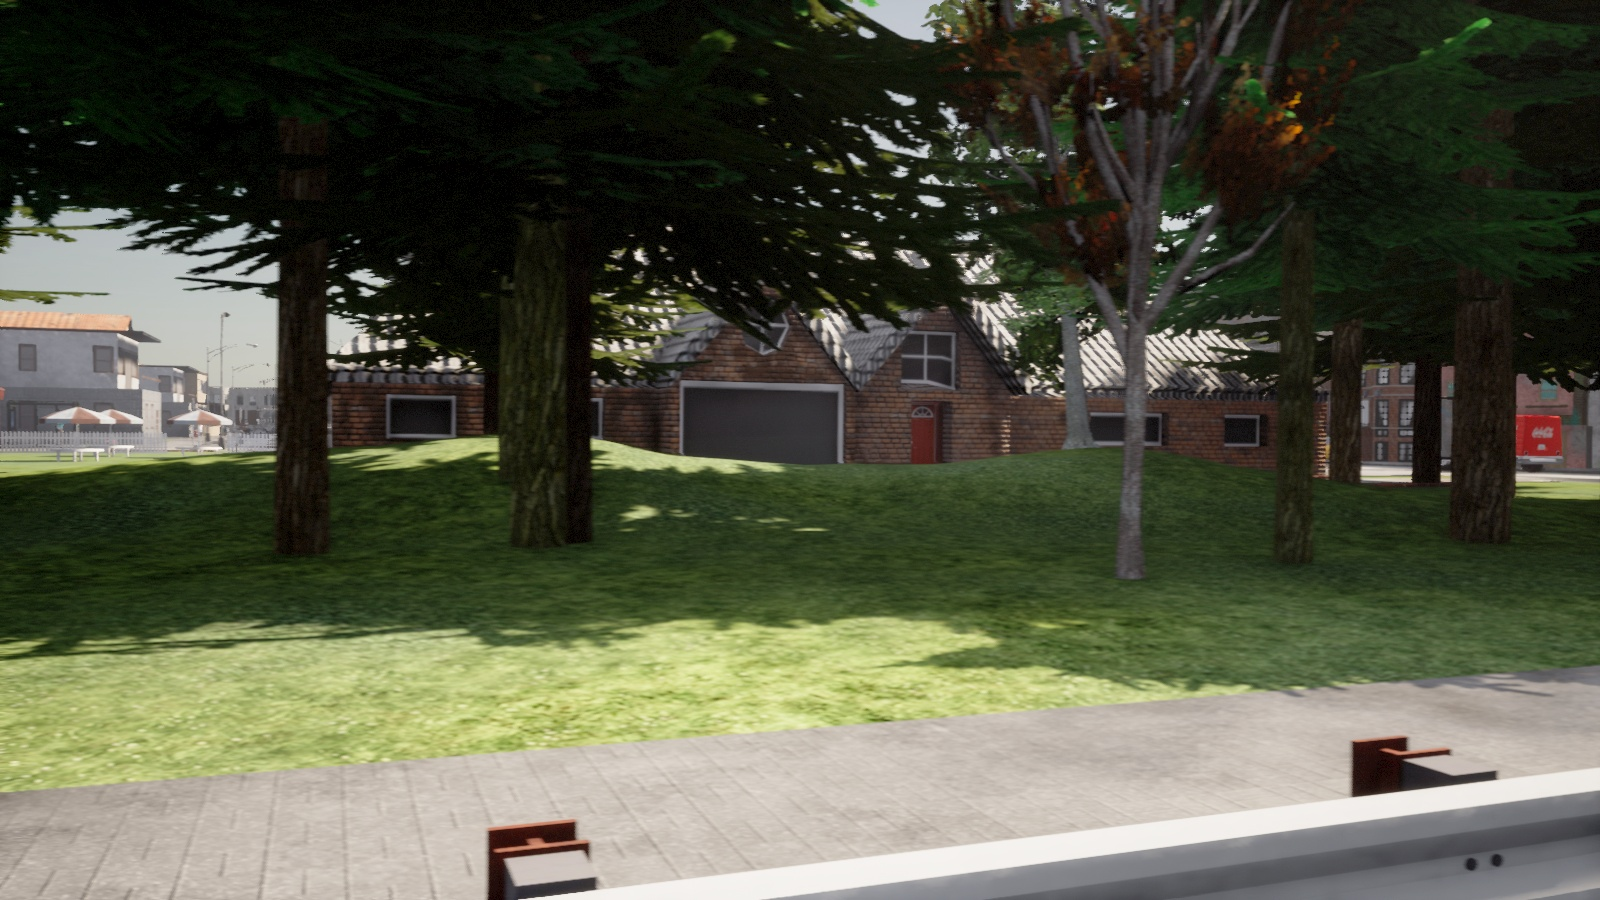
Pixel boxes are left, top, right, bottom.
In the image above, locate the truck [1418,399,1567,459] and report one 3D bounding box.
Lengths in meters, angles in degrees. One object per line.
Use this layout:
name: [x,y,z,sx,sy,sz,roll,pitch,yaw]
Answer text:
truck: [29.990,-0.941,54.610,2.627,2.467,5.204,-1,1,-21]
